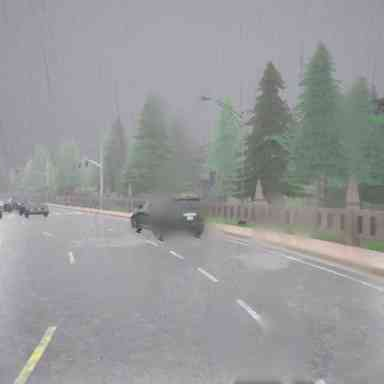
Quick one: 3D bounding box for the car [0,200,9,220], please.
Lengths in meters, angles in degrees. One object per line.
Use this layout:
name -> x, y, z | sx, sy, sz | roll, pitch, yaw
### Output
car -> -16.889, 1.493, 27.551 | 2.128, 1.511, 4.902 | 0, 0, -36

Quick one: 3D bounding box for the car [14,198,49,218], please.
car -> -14.613, 1.547, 30.596 | 2.033, 1.411, 5.357 | 0, 0, -36

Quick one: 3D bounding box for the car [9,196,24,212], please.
car -> -20.234, 1.352, 38.354 | 2.097, 1.767, 4.553 | 0, 0, -36

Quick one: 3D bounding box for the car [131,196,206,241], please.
car -> -1.348, 1.225, 17.088 | 2.150, 2.045, 5.566 | 0, 0, -28
